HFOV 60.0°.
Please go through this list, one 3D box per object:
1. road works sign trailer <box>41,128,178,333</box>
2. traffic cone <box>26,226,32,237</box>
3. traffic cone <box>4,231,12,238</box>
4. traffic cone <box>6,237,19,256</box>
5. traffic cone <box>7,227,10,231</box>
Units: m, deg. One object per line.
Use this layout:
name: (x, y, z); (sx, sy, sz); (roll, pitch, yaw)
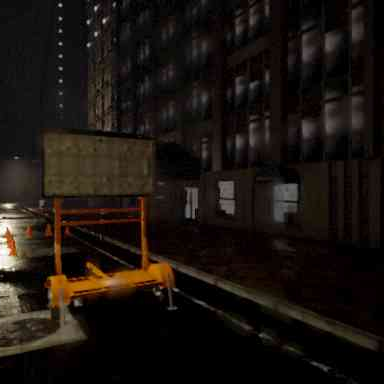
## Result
road works sign trailer: (-1.953, 0.510, 7.174); (2.380, 3.560, 2.880); (-1, 0, -30)
traffic cone: (-8.881, 2.121, 18.129); (0.340, 0.580, 0.340); (-1, 0, -31)
traffic cone: (-7.703, 2.093, 14.179); (0.340, 0.580, 0.340); (-1, 0, -31)
traffic cone: (-6.683, 2.075, 12.459); (0.340, 0.580, 0.340); (-1, 0, -31)
traffic cone: (-8.722, 2.111, 15.900); (0.340, 0.580, 0.340); (-1, 0, -31)
